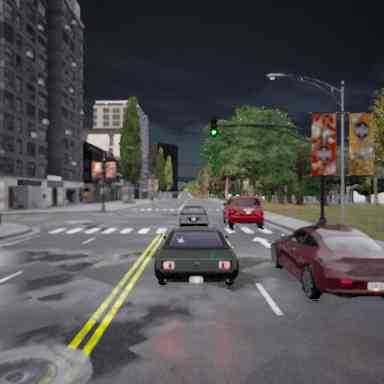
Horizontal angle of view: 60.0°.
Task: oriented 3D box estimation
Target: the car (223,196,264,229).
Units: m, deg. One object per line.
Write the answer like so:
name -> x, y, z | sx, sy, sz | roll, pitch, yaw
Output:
car -> 3.351, 1.295, 22.376 | 2.150, 2.045, 5.566 | 0, 0, 0

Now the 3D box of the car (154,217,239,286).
car -> 0.100, 1.631, 9.463 | 1.895, 1.301, 4.718 | 0, 0, 0

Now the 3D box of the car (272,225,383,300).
car -> 3.354, 1.552, 8.355 | 1.812, 1.442, 4.674 | 0, 0, 0

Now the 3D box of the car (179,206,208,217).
car -> 0.102, 1.615, 21.634 | 2.033, 1.411, 5.357 | 0, 0, 0
